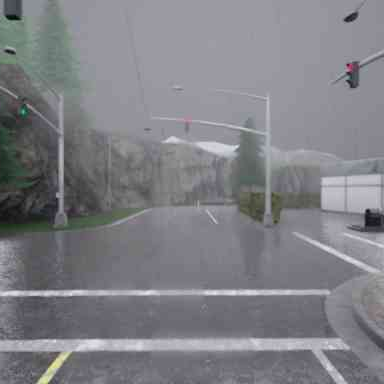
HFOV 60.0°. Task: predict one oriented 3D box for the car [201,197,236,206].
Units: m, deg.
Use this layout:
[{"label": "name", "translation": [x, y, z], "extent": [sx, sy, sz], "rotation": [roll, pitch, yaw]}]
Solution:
[{"label": "car", "translation": [4.098, 1.413, 51.628], "extent": [5.357, 1.411, 2.033], "rotation": [0, 0, 16]}]
